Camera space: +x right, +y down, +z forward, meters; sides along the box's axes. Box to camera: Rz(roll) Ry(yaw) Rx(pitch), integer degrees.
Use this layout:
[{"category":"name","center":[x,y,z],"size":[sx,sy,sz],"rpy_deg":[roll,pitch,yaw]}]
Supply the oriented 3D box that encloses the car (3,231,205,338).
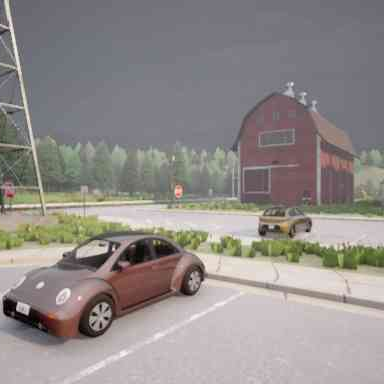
[{"category":"car","center":[-1.430,1.520,6.601],"size":[1.784,1.438,3.905],"rpy_deg":[0,0,36]}]

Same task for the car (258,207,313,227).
[{"category":"car","center":[5.046,1.505,17.781],"size":[1.816,1.474,4.193],"rpy_deg":[0,0,36]}]
